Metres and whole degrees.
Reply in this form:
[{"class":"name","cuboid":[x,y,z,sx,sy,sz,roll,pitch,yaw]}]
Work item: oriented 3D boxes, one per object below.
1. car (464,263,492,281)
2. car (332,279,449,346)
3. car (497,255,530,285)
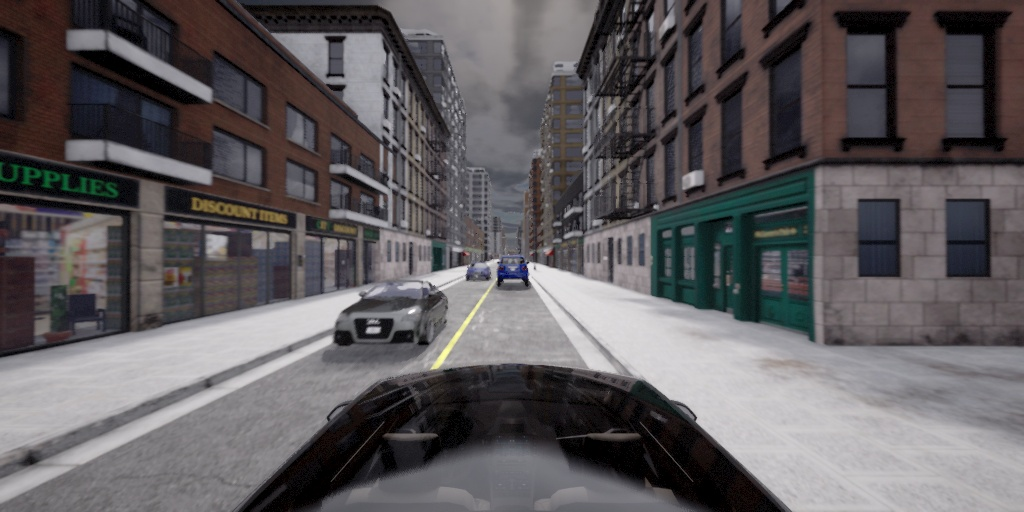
[{"class":"car","cuboid":[-2.777,1.285,30.530,1.812,1.442,4.674,0,0,1]},{"class":"car","cuboid":[-2.848,1.315,9.275,1.994,1.385,4.181,0,0,-1]},{"class":"car","cuboid":[0.088,0.978,25.930,2.150,2.045,5.566,0,0,1]}]
